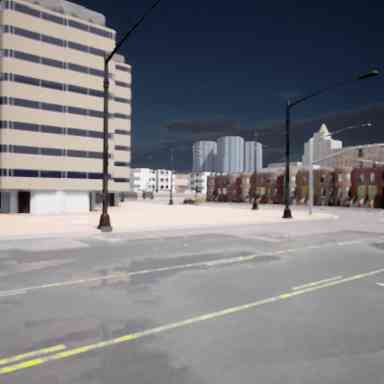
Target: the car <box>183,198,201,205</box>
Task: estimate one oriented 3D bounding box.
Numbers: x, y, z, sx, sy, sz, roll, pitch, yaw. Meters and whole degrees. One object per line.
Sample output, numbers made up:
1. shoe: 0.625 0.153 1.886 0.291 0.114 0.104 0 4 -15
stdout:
1. car: -0.049 1.900 68.349 1.812 1.442 4.674 1 0 -36
